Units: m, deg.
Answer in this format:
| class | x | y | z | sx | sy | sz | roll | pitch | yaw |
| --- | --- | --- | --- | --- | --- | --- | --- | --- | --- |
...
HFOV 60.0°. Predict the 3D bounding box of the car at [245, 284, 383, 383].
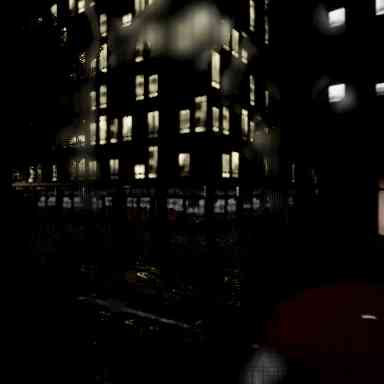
| class | x | y | z | sx | sy | sz | roll | pitch | yaw |
| --- | --- | --- | --- | --- | --- | --- | --- | --- | --- |
| car | 2.981 | 1.207 | 1.558 | 5.566 | 2.045 | 2.150 | -1 | 0 | 36 |
